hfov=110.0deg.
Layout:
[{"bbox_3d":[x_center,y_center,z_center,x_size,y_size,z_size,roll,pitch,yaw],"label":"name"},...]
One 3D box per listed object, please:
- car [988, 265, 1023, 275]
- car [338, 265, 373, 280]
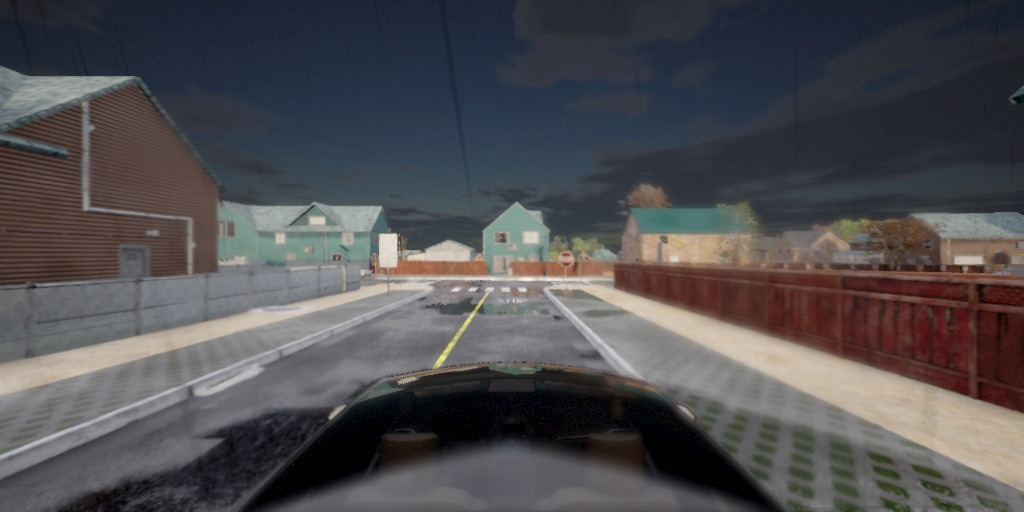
[{"bbox_3d":[43.838,1.601,30.789,4.553,1.767,2.097,0,0,0],"label":"car"},{"bbox_3d":[-14.288,1.382,29.876,4.718,1.301,1.895,0,0,-1],"label":"car"}]
